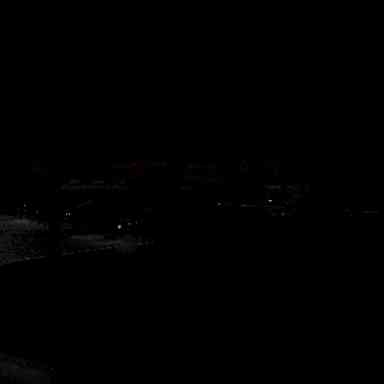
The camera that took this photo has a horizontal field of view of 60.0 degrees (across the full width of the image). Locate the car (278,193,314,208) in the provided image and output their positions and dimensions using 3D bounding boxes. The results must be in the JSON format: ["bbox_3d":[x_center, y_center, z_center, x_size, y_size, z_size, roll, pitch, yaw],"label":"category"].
[{"bbox_3d":[12.258,0.987,38.111,4.674,1.442,1.812,-1,1,-42],"label":"car"}]

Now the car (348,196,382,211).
[{"bbox_3d":[17.283,1.091,33.222,4.181,1.385,1.994,-1,1,-42],"label":"car"}]

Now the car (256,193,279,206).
[{"bbox_3d":[10.449,0.924,41.196,4.892,1.490,1.837,-1,1,-42],"label":"car"}]

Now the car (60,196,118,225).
[{"bbox_3d":[-6.180,1.206,21.497,4.892,1.490,1.837,-1,1,-42],"label":"car"}]

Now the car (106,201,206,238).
[{"bbox_3d":[-1.434,1.275,16.352,4.892,1.490,1.837,-1,1,-42],"label":"car"}]

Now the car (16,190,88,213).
[{"bbox_3d":[-10.907,0.852,26.654,5.566,2.045,2.150,-1,1,-42],"label":"car"}]

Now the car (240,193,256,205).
[{"bbox_3d":[8.417,0.885,44.072,4.892,1.490,1.837,-1,1,-42],"label":"car"}]

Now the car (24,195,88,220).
[{"bbox_3d":[-8.693,1.216,23.945,5.357,1.411,2.033,-1,1,-42],"label":"car"}]
